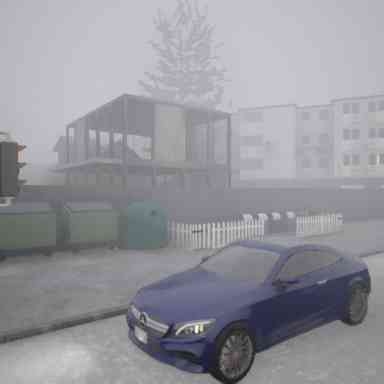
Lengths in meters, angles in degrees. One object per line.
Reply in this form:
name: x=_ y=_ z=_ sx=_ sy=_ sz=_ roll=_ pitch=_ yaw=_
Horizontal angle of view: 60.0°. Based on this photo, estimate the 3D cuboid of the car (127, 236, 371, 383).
car: x=1.228 y=1.526 z=5.548 sx=4.674 sy=1.442 sz=1.812 roll=0 pitch=0 yaw=-37
